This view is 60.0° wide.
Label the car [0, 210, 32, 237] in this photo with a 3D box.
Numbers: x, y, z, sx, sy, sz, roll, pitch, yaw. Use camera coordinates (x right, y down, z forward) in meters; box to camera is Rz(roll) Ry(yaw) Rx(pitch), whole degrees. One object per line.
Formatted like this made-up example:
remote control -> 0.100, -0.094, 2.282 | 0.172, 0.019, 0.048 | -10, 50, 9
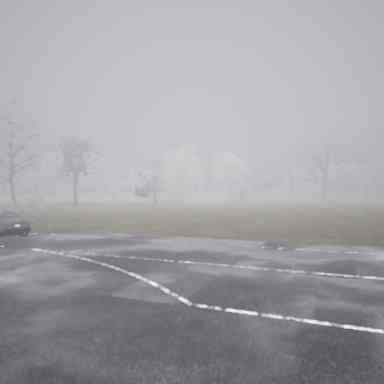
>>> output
car -> -10.392, 1.645, 17.207 | 4.181, 1.385, 1.994 | -1, 1, 25
